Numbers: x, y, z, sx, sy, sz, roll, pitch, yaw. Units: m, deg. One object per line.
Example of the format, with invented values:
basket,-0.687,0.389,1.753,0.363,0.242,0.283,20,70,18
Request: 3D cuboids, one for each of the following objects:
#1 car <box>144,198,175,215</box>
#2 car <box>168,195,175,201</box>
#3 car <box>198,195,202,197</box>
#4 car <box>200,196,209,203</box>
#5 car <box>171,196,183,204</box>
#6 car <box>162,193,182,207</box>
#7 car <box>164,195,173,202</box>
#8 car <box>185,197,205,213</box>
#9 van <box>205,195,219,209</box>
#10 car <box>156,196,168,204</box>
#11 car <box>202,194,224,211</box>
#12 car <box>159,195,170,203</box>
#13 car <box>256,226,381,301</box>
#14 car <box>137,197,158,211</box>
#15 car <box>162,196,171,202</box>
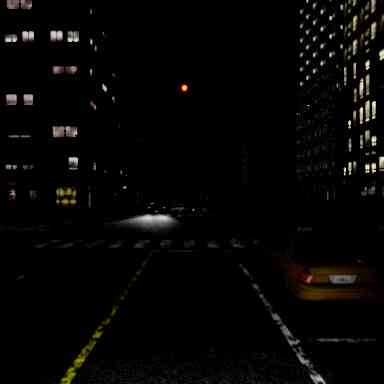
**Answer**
car,-3.255,1.592,34.451,1.895,1.301,4.718,0,0,4
car,-5.567,1.568,90.071,1.752,1.417,4.829,0,0,0
car,2.773,1.323,62.595,2.192,1.841,5.009,0,0,0
car,2.790,1.565,73.649,1.887,1.381,4.507,0,0,0
car,-2.925,1.559,66.343,2.033,1.411,5.357,0,0,1
car,-3.048,1.217,51.249,2.150,2.045,5.566,0,0,-2
car,-5.583,1.467,79.188,1.967,1.590,4.097,0,0,0
car,0.152,1.592,36.794,1.895,1.301,4.718,0,0,0
van,2.750,1.335,46.016,1.690,1.788,3.998,0,0,0
car,-5.606,1.552,62.607,1.887,1.381,4.507,0,0,0
car,2.742,1.307,40.490,2.192,1.841,5.009,0,0,0
car,-5.599,1.454,68.135,1.967,1.590,4.097,0,0,0
car,2.698,1.521,8.247,1.752,1.417,4.829,0,0,0
car,-5.636,1.542,40.501,2.008,1.369,4.403,0,0,0
car,-5.590,1.602,73.662,1.802,1.307,4.206,0,0,0
